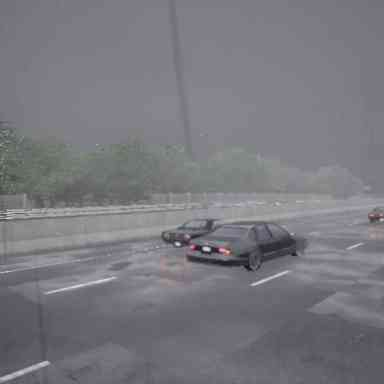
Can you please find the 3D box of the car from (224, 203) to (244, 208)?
[{"bbox_3d":[6.497,2.093,42.249,1.812,1.442,4.674,-2,-1,43],"label":"car"}]

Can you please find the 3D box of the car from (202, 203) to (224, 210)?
[{"bbox_3d":[3.930,2.188,44.624,1.812,1.442,4.674,-2,-1,43],"label":"car"}]

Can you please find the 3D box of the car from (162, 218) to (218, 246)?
[{"bbox_3d":[0.928,1.859,15.402,1.895,1.301,4.718,-2,-1,43],"label":"car"}]

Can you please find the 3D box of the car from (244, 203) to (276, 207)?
[{"bbox_3d":[8.872,2.020,39.668,2.033,1.411,5.357,-2,-1,43],"label":"car"}]

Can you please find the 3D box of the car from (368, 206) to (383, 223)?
[{"bbox_3d":[15.203,1.703,25.638,1.895,1.301,4.718,-2,-1,43],"label":"car"}]

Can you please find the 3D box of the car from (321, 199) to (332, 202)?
[{"bbox_3d":[32.310,2.437,80.206,1.837,1.490,4.892,-2,-2,43],"label":"car"}]

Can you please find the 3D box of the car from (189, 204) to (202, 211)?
[{"bbox_3d":[1.457,2.321,47.096,1.994,1.385,4.181,-2,-1,43],"label":"car"}]

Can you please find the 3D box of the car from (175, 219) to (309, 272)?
[{"bbox_3d":[2.141,1.715,11.569,2.033,1.411,5.357,-2,-1,43],"label":"car"}]
